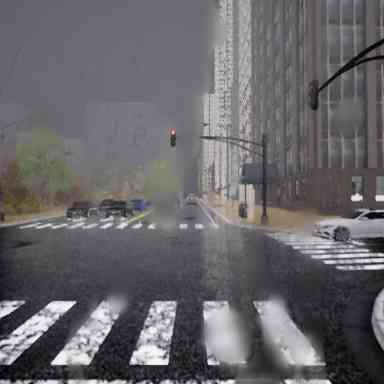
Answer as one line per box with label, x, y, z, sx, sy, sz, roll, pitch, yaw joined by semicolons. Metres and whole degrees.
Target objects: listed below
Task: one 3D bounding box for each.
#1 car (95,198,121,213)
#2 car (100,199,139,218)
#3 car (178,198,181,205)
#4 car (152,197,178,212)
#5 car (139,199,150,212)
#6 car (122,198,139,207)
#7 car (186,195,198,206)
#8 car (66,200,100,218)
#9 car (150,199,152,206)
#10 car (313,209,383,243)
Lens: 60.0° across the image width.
car;-9.840;1.572;39.437;1.837;1.490;4.892;0;1;0
car;-6.560;1.549;30.612;1.837;1.490;4.892;0;0;2
car;-3.196;1.713;63.892;1.812;1.442;4.674;0;0;0
car;-3.144;1.564;40.130;2.128;1.511;4.902;0;0;0
car;-6.591;1.549;39.683;1.882;1.535;5.008;0;0;0
car;-9.826;1.729;53.353;1.895;1.301;4.718;0;0;0
car;0.008;1.706;58.932;2.033;1.411;5.357;0;0;0
car;-9.840;1.548;30.261;1.837;1.490;4.892;0;0;0
car;-6.577;1.728;53.137;1.895;1.301;4.718;0;0;0
car;8.037;1.510;15.381;4.674;1.442;1.812;0;-2;-1
